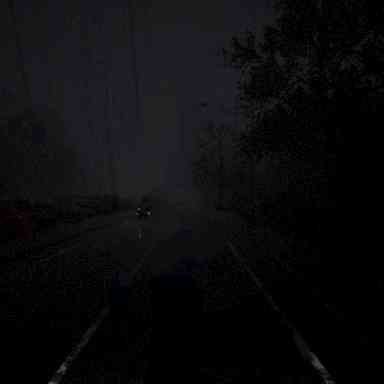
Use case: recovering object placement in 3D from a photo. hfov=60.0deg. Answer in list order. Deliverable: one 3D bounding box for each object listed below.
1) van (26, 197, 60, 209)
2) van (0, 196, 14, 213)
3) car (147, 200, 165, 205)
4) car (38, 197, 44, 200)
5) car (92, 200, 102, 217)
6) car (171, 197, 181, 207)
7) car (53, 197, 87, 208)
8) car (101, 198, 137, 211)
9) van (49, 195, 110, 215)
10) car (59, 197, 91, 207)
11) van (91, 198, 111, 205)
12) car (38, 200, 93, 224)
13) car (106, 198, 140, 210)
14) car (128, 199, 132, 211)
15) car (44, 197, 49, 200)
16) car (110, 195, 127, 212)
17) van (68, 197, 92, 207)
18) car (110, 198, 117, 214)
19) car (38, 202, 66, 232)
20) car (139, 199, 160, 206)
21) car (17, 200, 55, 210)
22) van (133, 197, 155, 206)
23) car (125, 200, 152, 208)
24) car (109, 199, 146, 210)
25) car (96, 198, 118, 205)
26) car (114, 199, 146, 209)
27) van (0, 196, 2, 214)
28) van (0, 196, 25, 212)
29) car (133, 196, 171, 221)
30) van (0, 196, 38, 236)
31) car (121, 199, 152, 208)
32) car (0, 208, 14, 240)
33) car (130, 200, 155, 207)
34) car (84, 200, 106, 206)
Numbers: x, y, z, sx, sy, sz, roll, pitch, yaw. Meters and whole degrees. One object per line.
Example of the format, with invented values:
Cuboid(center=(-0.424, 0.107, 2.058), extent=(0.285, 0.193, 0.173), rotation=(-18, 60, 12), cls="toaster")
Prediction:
Cuboid(center=(-23.488, 1.723, 52.538), extent=(4.442, 1.987, 1.878), rotation=(0, -1, 0), cls="van")
Cuboid(center=(-23.499, 1.442, 38.815), extent=(4.442, 1.987, 1.878), rotation=(0, -1, 0), cls="van")
Cuboid(center=(-10.265, 2.912, 94.154), extent=(4.892, 1.521, 2.231), rotation=(0, -2, 0), cls="car")
Cuboid(center=(-23.350, 1.528, 44.230), extent=(5.566, 2.045, 2.435), rotation=(0, -1, 0), cls="car")
Cuboid(center=(-10.314, 1.597, 27.571), extent=(4.674, 1.452, 2.002), rotation=(0, 0, 0), cls="car")
Cuboid(center=(-3.281, 2.327, 70.138), extent=(1.812, 1.442, 4.674), rotation=(0, -1, 0), cls="car")
Cuboid(center=(-23.334, 1.927, 63.743), extent=(5.566, 2.045, 2.435), rotation=(0, -1, 0), cls="car")
Cuboid(center=(-10.265, 1.710, 46.985), extent=(4.553, 1.767, 2.185), rotation=(0, -1, 0), cls="car")
Cuboid(center=(-10.193, 1.343, 30.348), extent=(4.442, 1.987, 1.878), rotation=(0, 0, 0), cls="van")
Cuboid(center=(-23.332, 1.984, 66.512), extent=(5.566, 2.045, 2.435), rotation=(0, -1, 0), cls="car")
Cuboid(center=(-23.462, 2.442, 85.767), extent=(4.442, 1.987, 1.878), rotation=(0, -2, 0), cls="van")
Cuboid(center=(-10.284, 1.574, 24.794), extent=(4.792, 1.488, 2.163), rotation=(0, 0, 0), cls="car")
Cuboid(center=(-10.263, 1.767, 49.761), extent=(4.553, 1.767, 2.185), rotation=(0, -1, 0), cls="car")
Cuboid(center=(-10.303, 1.762, 41.430), extent=(4.674, 1.452, 2.002), rotation=(0, -1, 0), cls="car")
Cuboid(center=(-23.370, 1.838, 47.119), extent=(5.008, 1.535, 2.097), rotation=(0, -1, 0), cls="car")
Cuboid(center=(-10.333, 1.357, 35.885), extent=(5.566, 2.045, 2.435), rotation=(0, -1, 0), cls="car")
Cuboid(center=(-23.241, 2.066, 69.281), extent=(4.442, 1.987, 1.878), rotation=(0, -1, 0), cls="van")
Cuboid(center=(-10.336, 1.611, 33.130), extent=(4.792, 1.488, 2.163), rotation=(0, -1, 0), cls="car")
Cuboid(center=(-10.323, 1.520, 19.243), extent=(5.008, 1.535, 2.097), rotation=(0, 0, 0), cls="car")
Cuboid(center=(-10.263, 2.528, 80.290), extent=(4.892, 1.521, 2.231), rotation=(0, -2, 0), cls="car")
Cuboid(center=(-23.371, 1.935, 49.889), extent=(4.674, 1.452, 2.002), rotation=(0, -1, 0), cls="car")
Cuboid(center=(-10.393, 2.122, 71.968), extent=(4.442, 1.987, 1.878), rotation=(0, -1, 0), cls="van")
Cuboid(center=(-10.254, 2.206, 63.635), extent=(4.792, 1.488, 2.163), rotation=(0, -1, 0), cls="car")
Cuboid(center=(-10.106, 1.946, 52.534), extent=(5.366, 1.575, 1.946), rotation=(0, -1, 0), cls="car")
Cuboid(center=(-23.369, 2.580, 91.429), extent=(5.566, 2.045, 2.435), rotation=(0, -2, 0), cls="car")
Cuboid(center=(-10.283, 2.007, 55.309), extent=(4.892, 1.521, 2.231), rotation=(0, -1, 0), cls="car")
Cuboid(center=(-23.268, 1.383, 35.912), extent=(4.442, 1.987, 1.878), rotation=(0, -1, 0), cls="van")
Cuboid(center=(-23.497, 1.496, 41.459), extent=(4.442, 1.987, 1.878), rotation=(0, -1, 0), cls="van")
Cuboid(center=(-3.342, 1.326, 28.647), extent=(2.150, 2.045, 5.566), rotation=(0, -1, 0), cls="car")
Cuboid(center=(-10.437, 1.282, 16.468), extent=(4.442, 1.987, 1.878), rotation=(0, 0, 0), cls="van")
Cuboid(center=(-10.100, 2.117, 60.860), extent=(5.366, 1.575, 1.946), rotation=(0, -1, 0), cls="car")
Cuboid(center=(-10.325, 1.536, 13.690), extent=(4.674, 1.452, 2.002), rotation=(0, 0, 0), cls="car")
Cuboid(center=(-10.249, 2.320, 69.187), extent=(4.792, 1.488, 2.163), rotation=(0, -1, 0), cls="car")
Cuboid(center=(-23.378, 2.557, 80.351), extent=(4.792, 1.488, 2.163), rotation=(0, -1, 0), cls="car")
